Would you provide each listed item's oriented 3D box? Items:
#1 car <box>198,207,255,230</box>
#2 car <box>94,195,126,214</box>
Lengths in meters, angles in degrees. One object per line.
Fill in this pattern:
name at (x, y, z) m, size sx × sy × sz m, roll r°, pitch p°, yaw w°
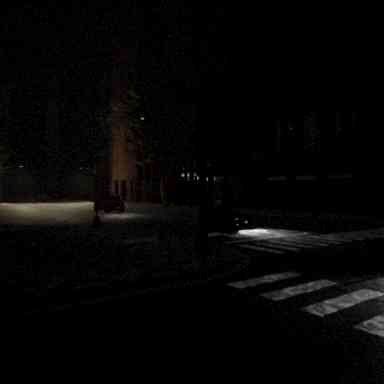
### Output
car at (2.273, 1.715, 22.693) m, size 1.994 × 1.385 × 4.181 m, roll 0°, pitch 0°, yaw -36°
car at (-9.862, 1.432, 39.572) m, size 2.150 × 2.045 × 5.566 m, roll 0°, pitch 0°, yaw -36°
